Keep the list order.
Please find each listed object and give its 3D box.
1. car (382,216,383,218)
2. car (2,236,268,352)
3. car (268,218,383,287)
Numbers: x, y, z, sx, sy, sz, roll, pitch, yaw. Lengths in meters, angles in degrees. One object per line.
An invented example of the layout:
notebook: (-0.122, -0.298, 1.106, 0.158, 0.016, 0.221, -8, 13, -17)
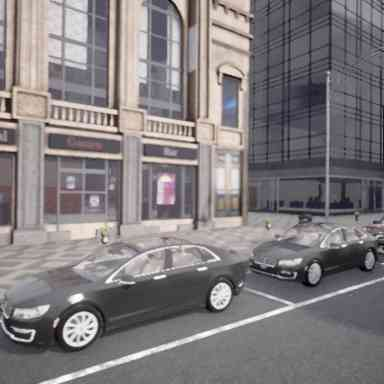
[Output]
car: (7.948, 1.449, 12.424, 4.097, 1.590, 1.967, 0, 1, -36)
car: (-0.941, 1.551, 6.082, 4.403, 1.369, 2.008, 0, 1, -36)
car: (3.503, 1.554, 9.254, 4.403, 1.369, 2.008, 0, 1, -36)
